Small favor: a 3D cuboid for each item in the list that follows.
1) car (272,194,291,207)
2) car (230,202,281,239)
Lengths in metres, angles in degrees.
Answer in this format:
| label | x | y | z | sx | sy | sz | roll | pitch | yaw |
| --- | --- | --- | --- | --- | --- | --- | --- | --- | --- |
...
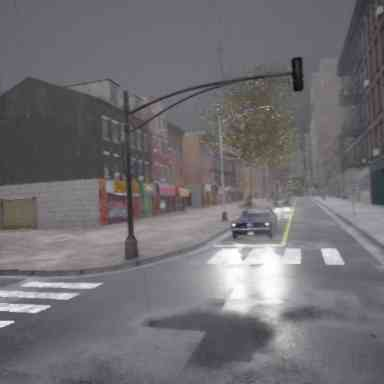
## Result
| label | x | y | z | sx | sy | sz | roll | pitch | yaw |
| --- | --- | --- | --- | --- | --- | --- | --- | --- | --- |
| car | 11.126 | 1.038 | 41.234 | 2.128 | 1.511 | 4.902 | -3 | -1 | 18 |
| car | 3.176 | 1.453 | 16.433 | 1.895 | 1.301 | 4.718 | -3 | 0 | 18 |
